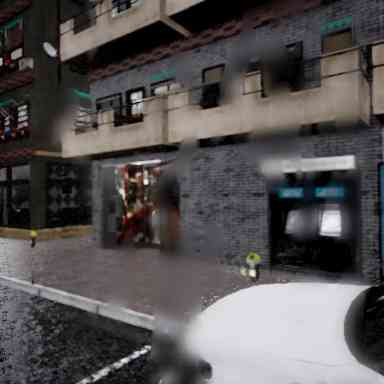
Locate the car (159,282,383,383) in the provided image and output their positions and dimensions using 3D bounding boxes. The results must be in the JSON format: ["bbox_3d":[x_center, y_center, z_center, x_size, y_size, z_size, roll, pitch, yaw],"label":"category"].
[{"bbox_3d":[2.382,1.214,1.687,5.566,2.045,2.150,-1,-1,35],"label":"car"}]
